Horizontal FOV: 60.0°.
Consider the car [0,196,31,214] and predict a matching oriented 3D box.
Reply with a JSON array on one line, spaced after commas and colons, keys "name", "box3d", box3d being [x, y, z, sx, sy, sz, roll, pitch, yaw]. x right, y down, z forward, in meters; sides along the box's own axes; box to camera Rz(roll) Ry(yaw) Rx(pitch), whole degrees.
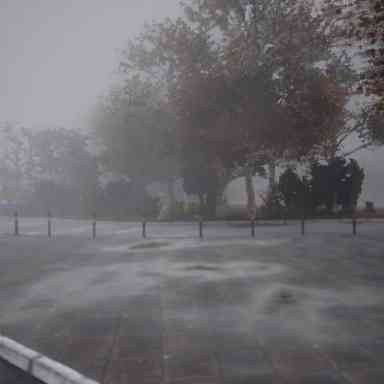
[{"name": "car", "box3d": [-20.300, 1.601, 37.079, 2.185, 1.767, 4.553, 0, 0, 34]}]
